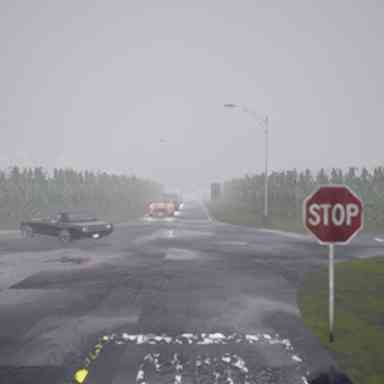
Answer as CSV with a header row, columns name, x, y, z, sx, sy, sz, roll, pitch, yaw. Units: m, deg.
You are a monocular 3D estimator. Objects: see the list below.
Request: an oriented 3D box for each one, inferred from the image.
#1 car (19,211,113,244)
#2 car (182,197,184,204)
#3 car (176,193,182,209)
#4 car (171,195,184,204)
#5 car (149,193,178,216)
name,x,y,z,sx,sy,sz,roll,pitch,yaw
car,-5.966,1.552,15.469,4.718,1.301,1.895,1,0,34
car,-2.641,1.411,50.768,1.812,1.442,4.674,0,0,1
car,-2.689,1.133,40.700,2.150,2.045,5.566,0,0,0
car,-2.529,1.347,61.211,2.128,1.511,4.902,0,0,1
car,-2.731,1.287,31.006,2.097,1.767,4.553,0,0,0
